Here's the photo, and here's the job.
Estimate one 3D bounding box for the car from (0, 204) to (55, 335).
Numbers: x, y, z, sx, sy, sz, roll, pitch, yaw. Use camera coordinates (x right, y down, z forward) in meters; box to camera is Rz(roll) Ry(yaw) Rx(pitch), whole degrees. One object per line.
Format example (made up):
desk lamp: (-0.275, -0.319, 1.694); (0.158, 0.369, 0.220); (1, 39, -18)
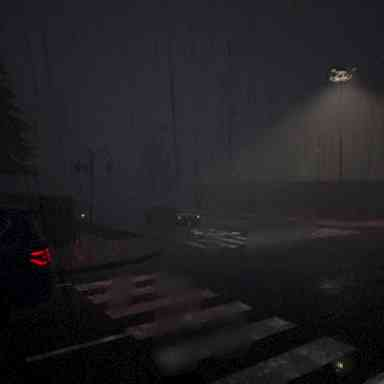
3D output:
car: (-4.918, 1.218, 4.658); (5.566, 2.045, 2.150); (0, 0, -36)

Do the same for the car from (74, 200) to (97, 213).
car: (-12.720, 1.599, 38.360); (2.033, 1.411, 5.357); (0, 0, -35)

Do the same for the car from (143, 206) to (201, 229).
car: (-1.423, 1.651, 22.354); (1.895, 1.301, 4.718); (0, 0, -35)
